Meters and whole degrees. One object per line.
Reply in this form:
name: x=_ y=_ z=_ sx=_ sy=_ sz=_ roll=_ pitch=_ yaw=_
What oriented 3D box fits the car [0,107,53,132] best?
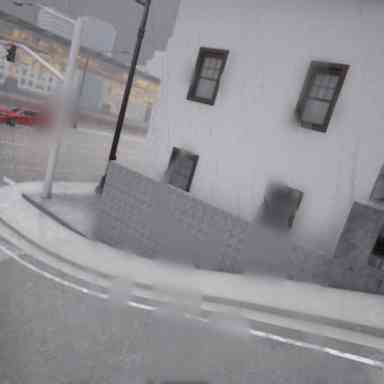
car: x=-17.154 y=-7.623 z=34.270 sx=2.150 sy=2.045 sz=5.566 roll=24 pitch=14 yaw=34
